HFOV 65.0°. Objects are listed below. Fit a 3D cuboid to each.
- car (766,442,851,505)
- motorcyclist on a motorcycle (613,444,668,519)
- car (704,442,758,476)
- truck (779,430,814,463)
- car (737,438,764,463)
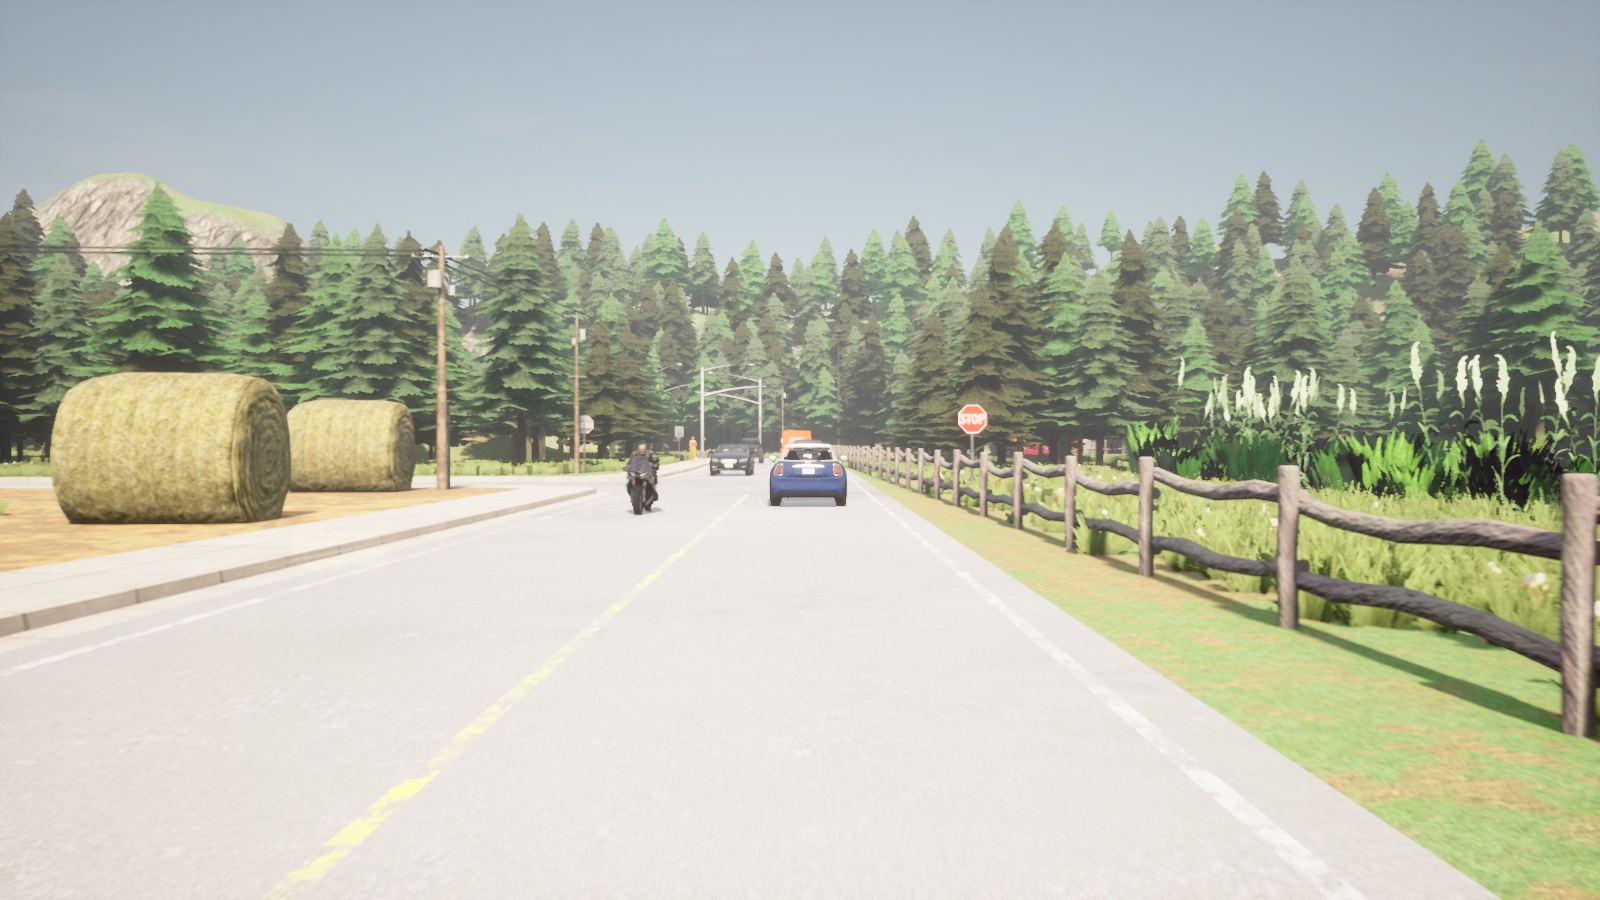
[{"bbox_3d":[0.200,0.537,31.064,1.970,1.475,3.806,0,0,0],"label":"car"},{"bbox_3d":[-3.327,0.630,26.432,0.866,1.530,2.191,0,0,0],"label":"motorcyclist on a motorcycle"},{"bbox_3d":[-3.122,0.376,57.777,2.128,1.511,4.902,0,0,1],"label":"car"},{"bbox_3d":[-0.282,-0.287,98.565,2.627,2.467,5.204,0,0,-1],"label":"truck"},{"bbox_3d":[-3.659,0.025,92.890,1.905,1.878,3.866,0,0,-1],"label":"car"}]
